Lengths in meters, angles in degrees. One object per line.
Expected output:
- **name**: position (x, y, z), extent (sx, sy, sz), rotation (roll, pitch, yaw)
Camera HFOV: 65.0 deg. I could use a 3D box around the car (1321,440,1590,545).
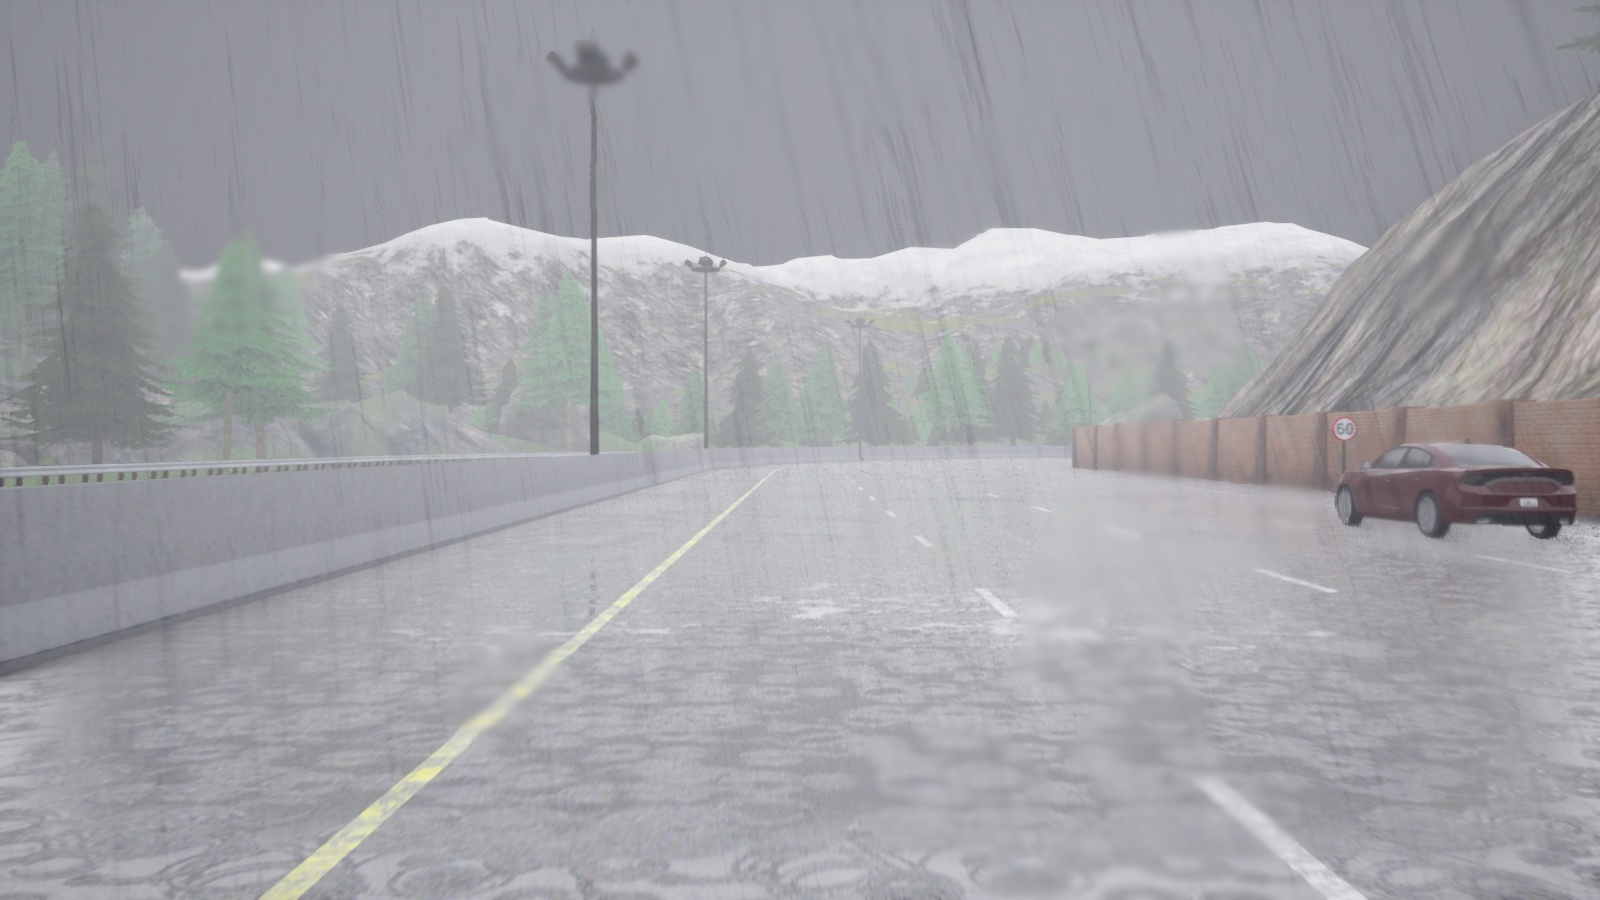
- **car**: position (10.631, 0.615, 20.879), extent (1.882, 1.535, 5.008), rotation (0, 0, 0)
